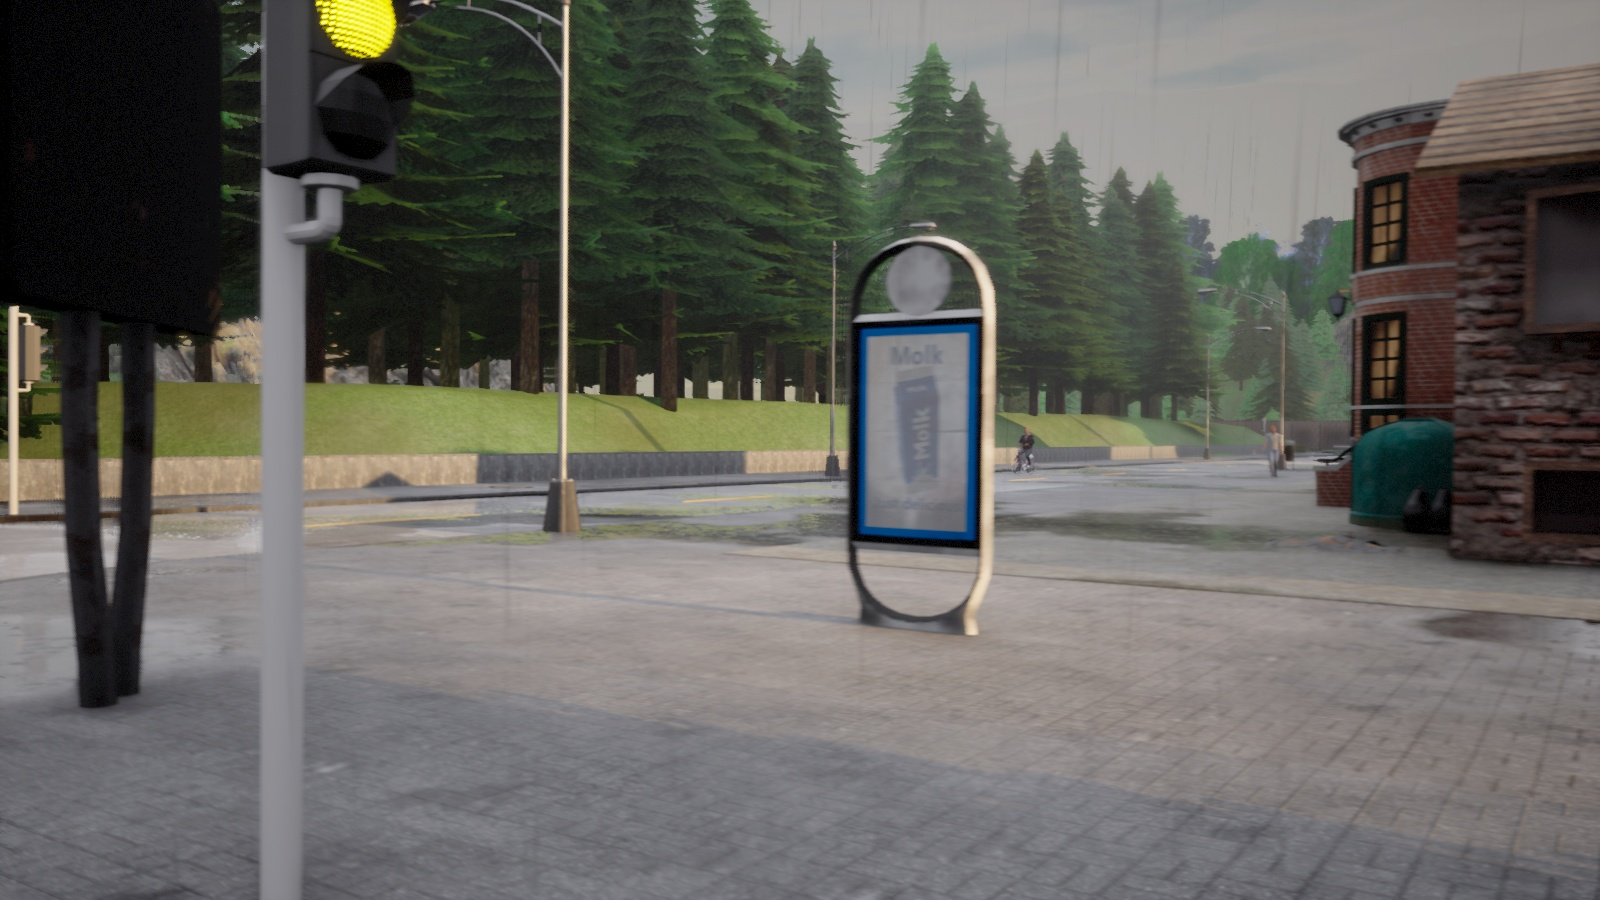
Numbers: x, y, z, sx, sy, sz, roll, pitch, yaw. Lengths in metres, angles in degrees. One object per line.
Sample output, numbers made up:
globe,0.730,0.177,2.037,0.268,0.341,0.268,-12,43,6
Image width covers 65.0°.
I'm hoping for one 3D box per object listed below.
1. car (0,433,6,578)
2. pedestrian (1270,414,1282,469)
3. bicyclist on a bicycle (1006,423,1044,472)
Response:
car,-9.457,0.625,10.764,2.128,1.511,4.902,-1,1,1
pedestrian,16.203,-0.289,42.714,0.354,1.836,0.706,0,1,22
bicyclist on a bicycle,8.217,-0.098,45.803,0.659,1.776,1.843,0,1,34
